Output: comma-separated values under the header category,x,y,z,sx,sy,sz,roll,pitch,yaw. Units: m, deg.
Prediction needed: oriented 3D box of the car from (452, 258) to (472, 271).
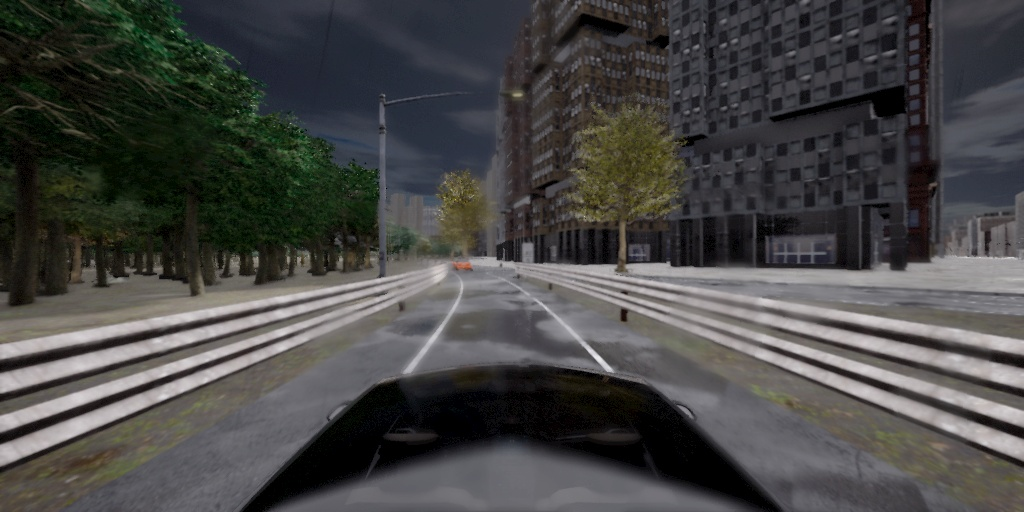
category,x,y,z,sx,sy,sz,roll,pitch,yaw
car,-6.730,1.086,48.125,2.097,1.767,4.553,0,0,-16
